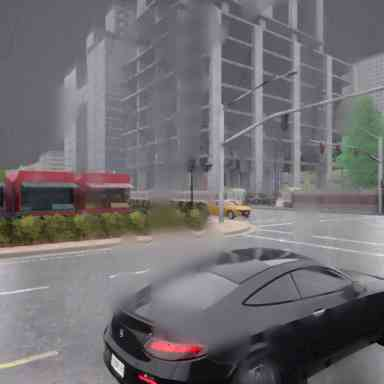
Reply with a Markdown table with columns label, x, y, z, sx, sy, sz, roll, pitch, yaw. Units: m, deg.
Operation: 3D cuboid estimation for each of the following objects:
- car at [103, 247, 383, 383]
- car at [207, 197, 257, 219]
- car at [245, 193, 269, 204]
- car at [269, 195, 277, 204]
| label | x | y | z | sx | sy | sz | roll | pitch | yaw |
| --- | --- | --- | --- | --- | --- | --- | --- | --- | --- |
| car | 1.147 | 1.526 | 4.605 | 4.674 | 1.442 | 1.812 | 0 | 0 | -35 |
| car | 2.859 | 1.422 | 28.401 | 1.882 | 1.535 | 5.008 | 0 | 0 | -36 |
| car | 10.840 | 1.114 | 57.680 | 1.905 | 1.878 | 3.866 | 0 | 0 | -36 |
| car | 13.228 | 1.114 | 59.396 | 1.905 | 1.878 | 3.866 | 0 | 0 | -36 |
